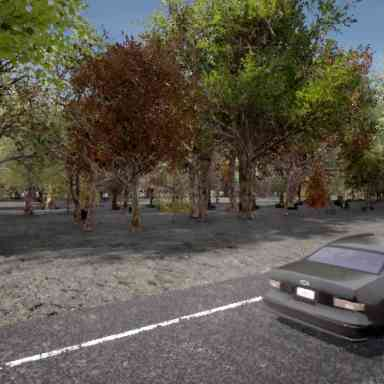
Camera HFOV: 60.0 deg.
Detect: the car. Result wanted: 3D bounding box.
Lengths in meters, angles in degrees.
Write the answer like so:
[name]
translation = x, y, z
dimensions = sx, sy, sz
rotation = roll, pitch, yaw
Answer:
[car]
translation = 3.729, 1.549, 6.388
dimensions = 5.357, 1.411, 2.033
rotation = 0, 0, -35
